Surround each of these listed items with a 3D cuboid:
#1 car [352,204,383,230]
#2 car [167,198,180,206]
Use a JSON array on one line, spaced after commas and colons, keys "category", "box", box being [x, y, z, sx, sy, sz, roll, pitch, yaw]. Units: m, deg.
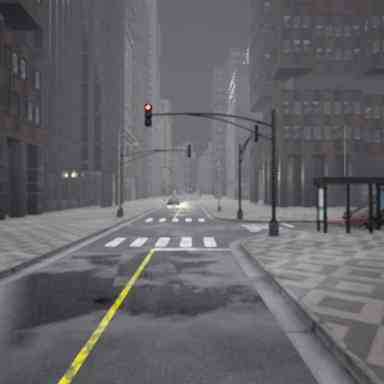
[{"category": "car", "box": [11.474, 1.458, 19.743, 4.674, 1.442, 1.812, 0, -1, 0]}, {"category": "car", "box": [-3.164, 1.655, 57.511, 1.994, 1.385, 4.181, 0, 0, 0]}]
